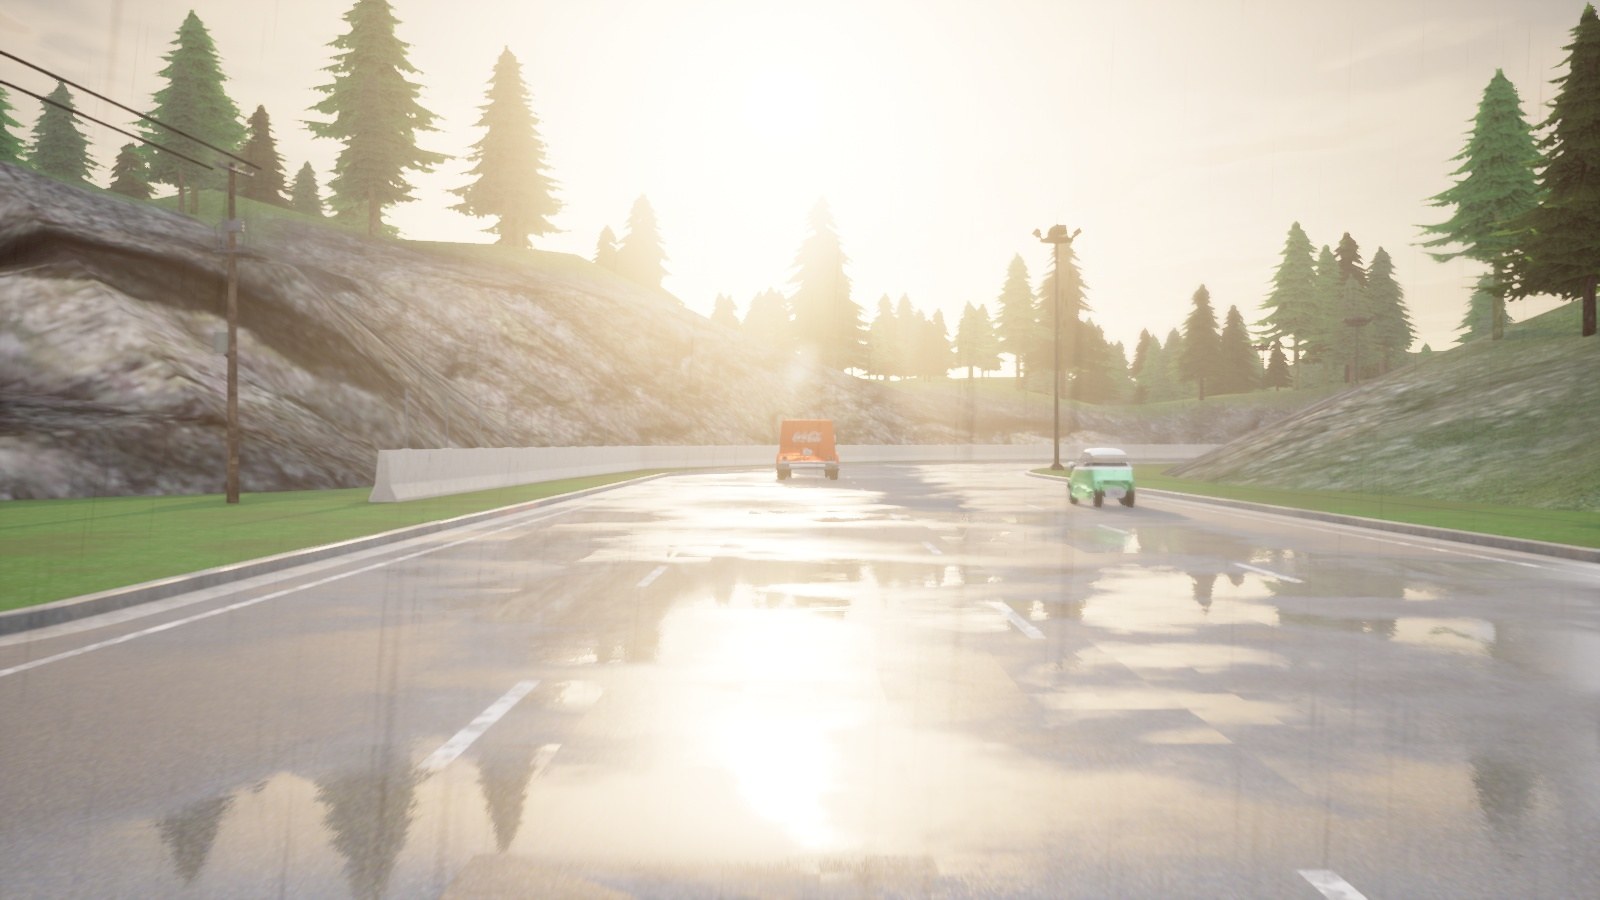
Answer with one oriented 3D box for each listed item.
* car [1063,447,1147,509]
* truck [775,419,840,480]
[{"bbox_3d":[7.184,0.639,29.734,1.481,1.376,2.207,0,1,0],"label":"car"},{"bbox_3d":[0.338,-0.039,53.025,2.627,2.467,5.204,0,0,1],"label":"truck"}]
